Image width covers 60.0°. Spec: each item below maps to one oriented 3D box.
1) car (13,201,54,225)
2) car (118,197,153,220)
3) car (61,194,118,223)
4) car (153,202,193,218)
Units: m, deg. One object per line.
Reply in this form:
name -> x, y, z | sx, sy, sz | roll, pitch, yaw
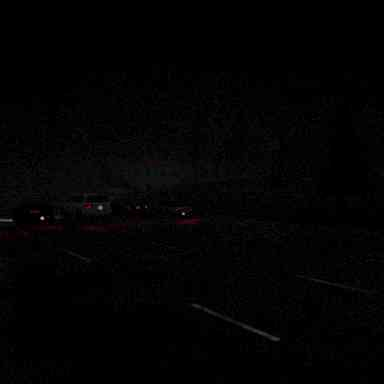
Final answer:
car -> -11.199, 1.429, 23.401 | 1.837, 1.490, 4.892 | 0, 0, -39
car -> -5.546, 1.248, 27.541 | 2.097, 1.767, 4.553 | 0, 0, -39
car -> -8.008, 1.133, 25.017 | 2.150, 2.045, 5.566 | 0, 0, -39
car -> -2.093, 1.485, 28.839 | 1.895, 1.301, 4.718 | 0, 0, -39
